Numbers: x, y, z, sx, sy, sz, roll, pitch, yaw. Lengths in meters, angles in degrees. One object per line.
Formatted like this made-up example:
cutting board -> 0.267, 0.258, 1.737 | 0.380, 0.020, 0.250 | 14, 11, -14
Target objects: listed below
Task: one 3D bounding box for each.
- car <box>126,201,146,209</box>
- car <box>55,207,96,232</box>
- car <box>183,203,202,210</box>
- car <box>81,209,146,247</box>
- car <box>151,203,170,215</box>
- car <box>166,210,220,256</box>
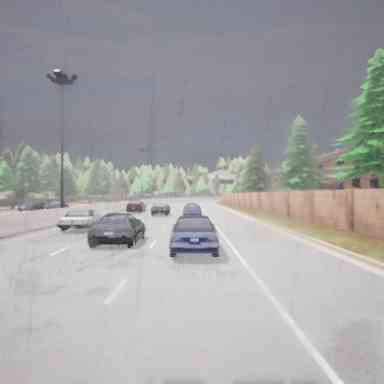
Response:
car -> -6.976, 1.825, 41.864 | 1.882, 1.535, 5.008 | 0, 0, 0
car -> -6.937, 1.781, 21.550 | 1.895, 1.301, 4.718 | 0, 0, 0
car -> 0.042, 1.822, 32.970 | 2.033, 1.411, 5.357 | 0, 0, 0
car -> -3.428, 1.696, 15.679 | 1.994, 1.385, 4.181 | 0, 0, 0
car -> -3.466, 1.912, 37.410 | 1.895, 1.301, 4.718 | 0, 0, 0
car -> 0.078, 1.661, 13.519 | 2.033, 1.411, 5.357 | 0, 0, 0
